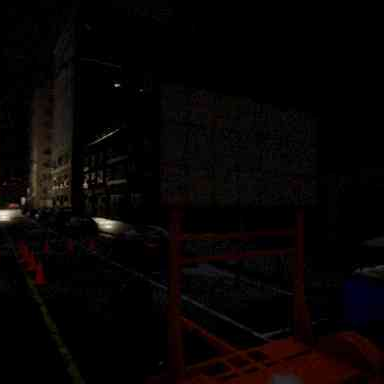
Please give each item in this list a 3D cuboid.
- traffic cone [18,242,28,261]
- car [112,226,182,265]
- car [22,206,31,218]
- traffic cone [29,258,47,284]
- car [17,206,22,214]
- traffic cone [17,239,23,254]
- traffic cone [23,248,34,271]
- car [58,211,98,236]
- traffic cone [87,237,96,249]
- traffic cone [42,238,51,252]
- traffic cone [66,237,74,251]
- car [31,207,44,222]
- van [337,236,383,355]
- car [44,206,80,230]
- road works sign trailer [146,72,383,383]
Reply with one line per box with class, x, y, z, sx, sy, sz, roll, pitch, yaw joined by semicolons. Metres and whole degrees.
traffic cone;-6.307;2.300;12.644;0.340;0.580;0.340;2;-2;-31
car;-1.902;2.007;13.369;1.802;1.307;4.206;2;-2;-31
car;-21.911;2.805;46.262;2.008;1.369;4.403;2;-2;-31
traffic cone;-4.228;2.214;9.227;0.340;0.580;0.340;2;-2;-31
car;-27.629;3.060;55.659;1.947;1.339;4.313;2;-2;-31
traffic cone;-7.346;2.342;14.352;0.340;0.580;0.340;2;-2;-31
traffic cone;-5.268;2.257;10.936;0.340;0.580;0.340;2;-2;-31
car;-7.618;2.242;22.766;1.802;1.307;4.206;2;-2;-31
traffic cone;-4.783;2.426;15.909;0.340;0.580;0.340;2;-2;-31
traffic cone;-6.492;2.370;14.871;0.340;0.580;0.340;2;-2;-31
traffic cone;-5.638;2.398;15.390;0.340;0.580;0.340;2;-2;-31
car;-16.193;2.456;36.868;1.967;1.590;4.097;2;-2;-31
van;3.818;1.531;3.978;1.690;1.788;3.998;2;-2;-31
car;-10.474;2.093;27.474;2.192;1.841;5.009;2;-2;-31
road works sign trailer;0.517;0.611;3.959;2.380;3.560;2.880;2;-2;-31
